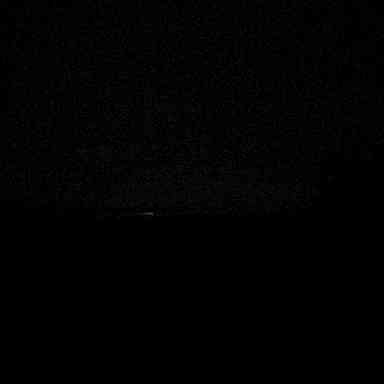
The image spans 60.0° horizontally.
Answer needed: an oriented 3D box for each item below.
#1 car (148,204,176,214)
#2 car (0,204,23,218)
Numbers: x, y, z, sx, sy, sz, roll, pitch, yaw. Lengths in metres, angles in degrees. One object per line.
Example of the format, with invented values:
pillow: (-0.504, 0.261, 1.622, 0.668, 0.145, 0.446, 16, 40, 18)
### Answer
car: (-4.872, 2.692, 54.122, 2.033, 1.411, 5.357, 3, 0, 36)
car: (-19.533, 1.954, 33.811, 1.994, 1.385, 4.181, 3, 0, 36)
